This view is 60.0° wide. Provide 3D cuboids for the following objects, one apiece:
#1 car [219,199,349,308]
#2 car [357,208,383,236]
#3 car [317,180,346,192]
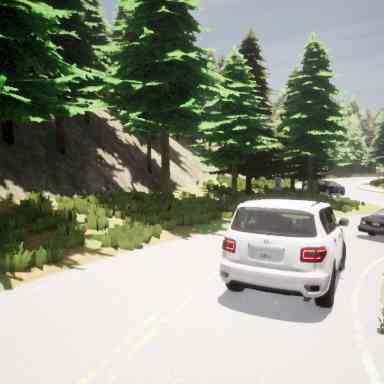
[{"bbox_3d":[2.550,1.197,8.351,2.150,2.045,5.566,3,2,27],"label":"car"},{"bbox_3d":[10.129,1.407,15.799,5.357,1.411,2.033,-1,5,-32],"label":"car"},{"bbox_3d":[16.067,-0.567,38.901,1.882,1.535,5.008,-1,5,-2],"label":"car"}]
